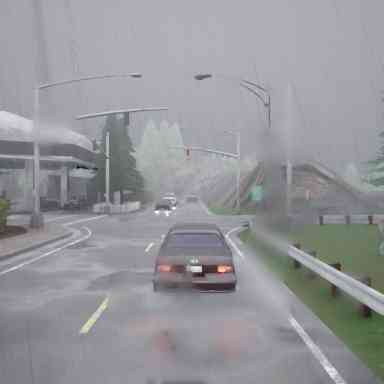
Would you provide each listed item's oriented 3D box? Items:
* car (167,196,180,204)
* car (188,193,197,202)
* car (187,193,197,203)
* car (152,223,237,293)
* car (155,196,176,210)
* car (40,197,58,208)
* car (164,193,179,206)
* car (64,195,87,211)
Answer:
[{"bbox_3d":[-3.507,1.547,63.529,2.033,1.411,5.357,0,0,1],"label":"car"},{"bbox_3d":[0.046,1.225,81.130,2.150,2.045,5.566,0,0,-2],"label":"car"},{"bbox_3d":[0.126,1.478,70.920,1.882,1.535,5.008,0,0,0],"label":"car"},{"bbox_3d":[0.075,1.547,8.975,2.033,1.411,5.357,0,0,1],"label":"car"},{"bbox_3d":[-3.567,1.547,42.267,2.033,1.411,5.357,0,0,0],"label":"car"},{"bbox_3d":[-20.204,1.480,45.872,2.242,1.667,4.611,0,0,-1],"label":"car"},{"bbox_3d":[-3.553,1.221,52.874,2.150,2.045,5.566,0,0,0],"label":"car"},{"bbox_3d":[-14.500,1.313,41.591,1.905,1.878,3.866,0,0,-1],"label":"car"}]
